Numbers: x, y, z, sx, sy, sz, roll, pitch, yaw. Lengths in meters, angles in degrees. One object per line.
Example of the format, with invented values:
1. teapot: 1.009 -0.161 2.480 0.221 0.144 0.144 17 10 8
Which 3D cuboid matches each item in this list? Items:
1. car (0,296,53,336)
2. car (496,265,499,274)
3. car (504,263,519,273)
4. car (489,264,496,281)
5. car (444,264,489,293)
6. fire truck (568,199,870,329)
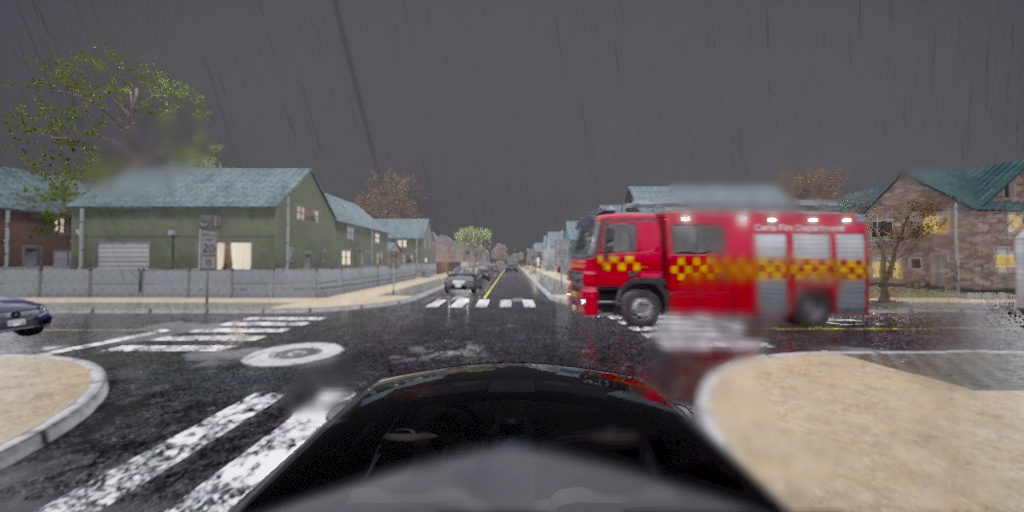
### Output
1. car: -13.617 1.246 8.168 4.674 1.442 1.812 0 -1 0
2. car: -2.841 1.746 50.187 1.994 1.385 4.181 0 -1 0
3. car: -0.024 1.724 53.234 1.837 1.490 4.892 0 -1 0
4. car: -2.864 1.552 33.354 2.033 1.411 5.357 0 -1 0
5. car: -2.898 1.398 22.229 2.128 1.511 4.902 0 0 2
6. fire truck: 6.246 0.213 11.693 8.468 3.827 2.891 0 -1 -2
